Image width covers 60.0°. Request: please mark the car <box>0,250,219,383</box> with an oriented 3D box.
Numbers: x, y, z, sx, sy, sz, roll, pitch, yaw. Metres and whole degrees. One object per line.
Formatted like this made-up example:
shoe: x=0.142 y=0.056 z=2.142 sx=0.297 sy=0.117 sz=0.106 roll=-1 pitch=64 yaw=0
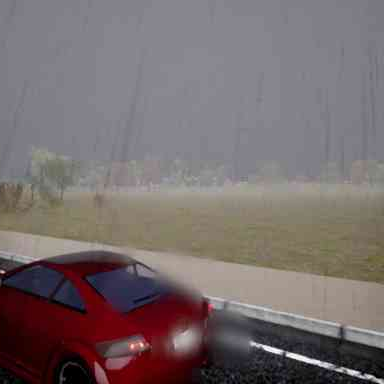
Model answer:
car: x=-1.717 y=1.562 z=4.753 sx=4.181 sy=1.385 sz=1.994 roll=0 pitch=0 yaw=35
